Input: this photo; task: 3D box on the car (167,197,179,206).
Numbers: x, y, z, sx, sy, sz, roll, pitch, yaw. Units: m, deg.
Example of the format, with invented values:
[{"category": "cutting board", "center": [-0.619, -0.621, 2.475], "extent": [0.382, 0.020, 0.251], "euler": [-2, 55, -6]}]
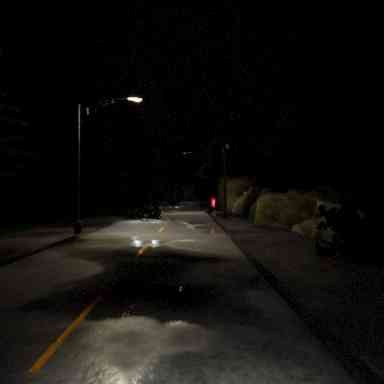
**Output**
[{"category": "car", "center": [-3.940, 2.184, 70.363], "extent": [2.150, 2.045, 5.566], "euler": [0, -1, 0]}]

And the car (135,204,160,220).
[{"category": "car", "center": [-4.080, 1.860, 31.749], "extent": [1.812, 1.442, 4.674], "euler": [0, -1, 0]}]
